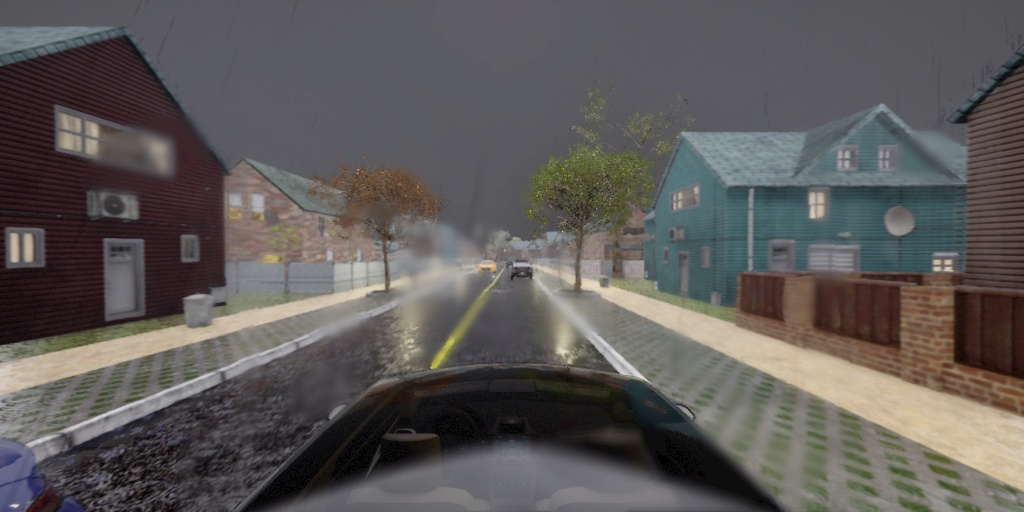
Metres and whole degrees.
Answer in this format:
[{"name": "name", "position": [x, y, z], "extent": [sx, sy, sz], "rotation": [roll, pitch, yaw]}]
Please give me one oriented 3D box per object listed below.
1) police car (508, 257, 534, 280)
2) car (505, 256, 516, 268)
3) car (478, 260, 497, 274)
[{"name": "police car", "position": [0.829, 1.183, 30.981], "extent": [1.930, 1.638, 5.238], "rotation": [0, 0, 0]}, {"name": "car", "position": [0.009, 1.069, 65.171], "extent": [2.150, 2.045, 5.566], "rotation": [0, 0, 0]}, {"name": "car", "position": [-2.829, 1.255, 41.950], "extent": [1.882, 1.535, 5.008], "rotation": [0, 0, 0]}]
